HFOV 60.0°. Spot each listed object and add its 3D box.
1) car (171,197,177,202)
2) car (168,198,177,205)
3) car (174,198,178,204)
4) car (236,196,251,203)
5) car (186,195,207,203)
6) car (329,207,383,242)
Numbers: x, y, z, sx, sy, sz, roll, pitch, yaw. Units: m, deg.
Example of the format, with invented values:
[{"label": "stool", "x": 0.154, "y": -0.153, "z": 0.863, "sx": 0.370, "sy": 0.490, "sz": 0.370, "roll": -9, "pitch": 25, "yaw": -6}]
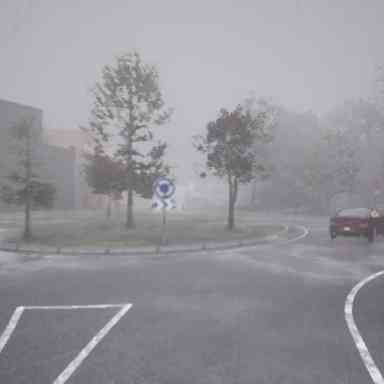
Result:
[{"label": "car", "x": -5.042, "y": 2.103, "z": 93.891, "sx": 1.812, "sy": 1.442, "sz": 4.674, "roll": 0, "pitch": 0, "yaw": -2}, {"label": "car", "x": -4.370, "y": 2.100, "z": 74.696, "sx": 2.033, "sy": 1.411, "sz": 5.357, "roll": 0, "pitch": -1, "yaw": -2}, {"label": "car", "x": -3.760, "y": 1.960, "z": 55.902, "sx": 1.895, "sy": 1.301, "sz": 4.718, "roll": 0, "pitch": -1, "yaw": -1}, {"label": "car", "x": 14.045, "y": 2.107, "z": 88.338, "sx": 4.553, "sy": 1.767, "sz": 2.185, "roll": 0, "pitch": 0, "yaw": -3}, {"label": "car", "x": 1.393, "y": 1.921, "z": 90.494, "sx": 5.566, "sy": 2.045, "sz": 2.435, "roll": 0, "pitch": -1, "yaw": -3}, {"label": "car", "x": 8.527, "y": 1.513, "z": 16.975, "sx": 1.882, "sy": 1.535, "sz": 5.008, "roll": 0, "pitch": 0, "yaw": 38}]
